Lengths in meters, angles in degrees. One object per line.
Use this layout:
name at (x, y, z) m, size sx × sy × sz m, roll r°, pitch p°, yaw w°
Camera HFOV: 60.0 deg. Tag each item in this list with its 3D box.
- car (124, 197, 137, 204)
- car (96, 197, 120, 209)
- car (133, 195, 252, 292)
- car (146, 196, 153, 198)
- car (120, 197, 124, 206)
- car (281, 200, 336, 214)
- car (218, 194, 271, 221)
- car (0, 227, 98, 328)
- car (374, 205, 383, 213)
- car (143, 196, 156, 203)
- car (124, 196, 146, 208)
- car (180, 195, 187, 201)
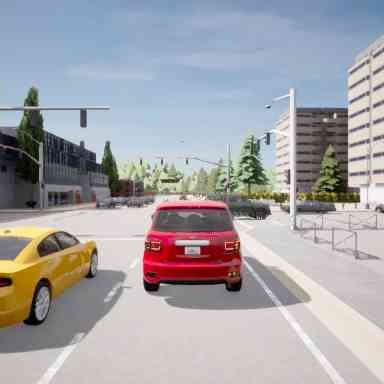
car at (-12.284, 1.601, 66.374) m, size 1.895 × 1.301 × 4.718 m, roll 0°, pitch 0°, yaw -1°
car at (-11.792, 1.492, 45.836) m, size 2.128 × 1.511 × 4.902 m, roll 0°, pitch 0°, yaw -2°
car at (0.017, 1.221, 9.089) m, size 2.150 × 2.045 × 5.566 m, roll 0°, pitch 0°, yaw 0°
car at (-8.646, 1.492, 59.467) m, size 2.128 × 1.511 × 4.902 m, roll 0°, pitch 0°, yaw -1°
car at (-12.061, 1.547, 56.088) m, size 2.033 × 1.411 × 5.357 m, roll 0°, pitch 0°, yaw -1°
car at (12.085, 1.547, 34.557) m, size 5.357 × 1.411 × 2.033 m, roll 0°, pitch 0°, yaw -2°
car at (3.552, 1.221, 27.036) m, size 5.566 × 2.045 × 2.150 m, roll 0°, pitch 0°, yaw -3°
car at (-3.478, 1.478, 7.101) m, size 1.882 × 1.535 × 5.008 m, roll 0°, pitch 0°, yaw 0°
car at (22.168, 1.547, 34.861) m, size 5.357 × 1.411 × 2.033 m, roll 0°, pitch 0°, yaw -2°
car at (-8.859, 1.540, 69.831) m, size 2.033 × 1.411 × 5.357 m, roll 0°, pitch 0°, yaw -2°
car at (-8.388, 1.505, 49.256) m, size 1.837 × 1.490 × 4.892 m, roll 0°, pitch 0°, yaw -2°
car at (-2.333, 1.524, 87.170) m, size 1.812 × 1.442 × 4.674 m, roll 0°, pitch 0°, yaw -2°
